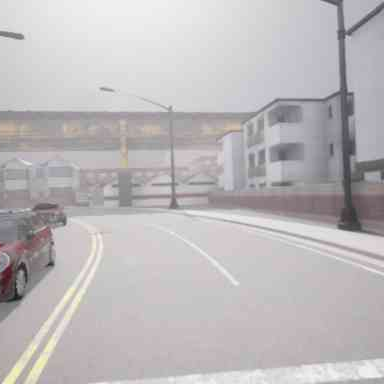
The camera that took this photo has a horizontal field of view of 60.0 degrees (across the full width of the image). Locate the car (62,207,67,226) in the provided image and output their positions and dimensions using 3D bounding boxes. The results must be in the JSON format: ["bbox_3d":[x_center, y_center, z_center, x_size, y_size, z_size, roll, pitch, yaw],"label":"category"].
[{"bbox_3d":[-9.560,1.435,22.059,1.812,1.442,4.674,-2,1,-30],"label":"car"}]

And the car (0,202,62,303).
[{"bbox_3d":[-4.766,1.341,7.955,2.097,1.767,4.553,-2,1,-11],"label":"car"}]
